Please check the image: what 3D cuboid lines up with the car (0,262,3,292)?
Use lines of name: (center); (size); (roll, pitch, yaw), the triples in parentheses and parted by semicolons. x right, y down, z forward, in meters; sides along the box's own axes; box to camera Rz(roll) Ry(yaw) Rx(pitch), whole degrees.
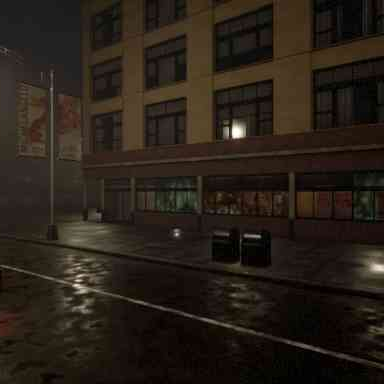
car: (-5.832, 1.564, 7.719); (1.994, 1.385, 4.181); (0, 0, -40)
